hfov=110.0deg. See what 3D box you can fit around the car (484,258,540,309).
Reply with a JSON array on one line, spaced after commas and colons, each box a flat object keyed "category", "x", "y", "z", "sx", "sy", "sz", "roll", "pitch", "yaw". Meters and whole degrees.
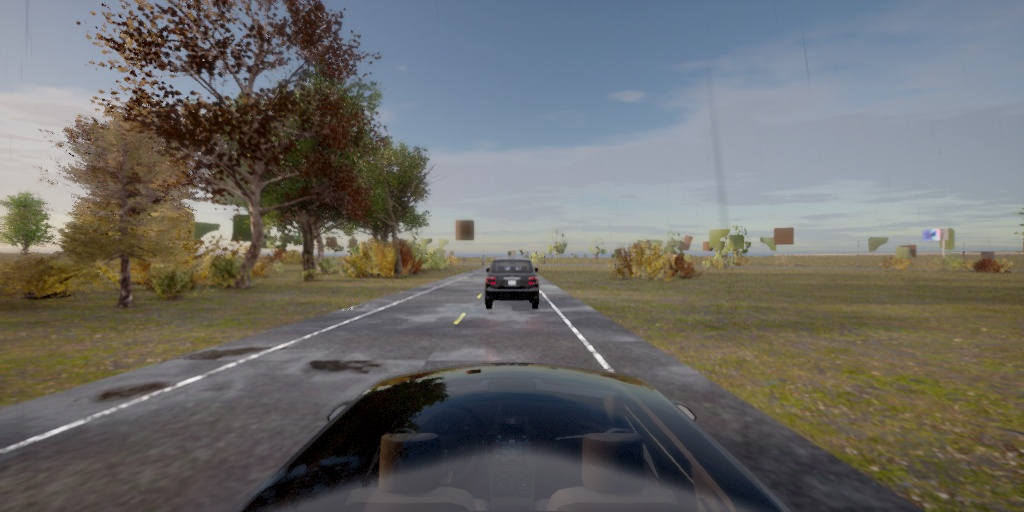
[{"category": "car", "x": 0.006, "y": 1.096, "z": 15.856, "sx": 2.150, "sy": 2.045, "sz": 5.566, "roll": 0, "pitch": 0, "yaw": 0}]
